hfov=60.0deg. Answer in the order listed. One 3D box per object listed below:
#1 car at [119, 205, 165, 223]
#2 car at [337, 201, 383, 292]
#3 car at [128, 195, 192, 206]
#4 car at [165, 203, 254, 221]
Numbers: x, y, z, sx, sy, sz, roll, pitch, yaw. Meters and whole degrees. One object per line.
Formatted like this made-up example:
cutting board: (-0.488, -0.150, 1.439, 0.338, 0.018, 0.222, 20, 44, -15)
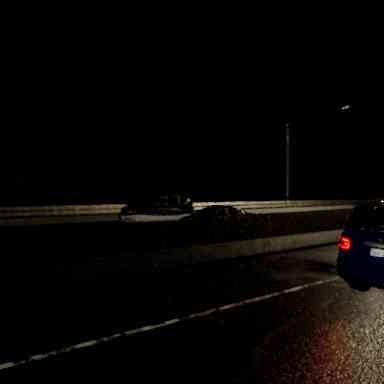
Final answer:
car: (-1.837, 1.615, 19.879, 4.718, 1.301, 1.895, 0, 0, -36)
car: (5.658, 1.234, 7.777, 5.566, 2.045, 2.150, 0, 0, -36)
car: (-2.362, 1.238, 23.803, 5.566, 2.045, 2.150, 0, 0, -36)
car: (1.253, 1.520, 17.783, 4.892, 1.490, 1.837, 0, 0, -35)
